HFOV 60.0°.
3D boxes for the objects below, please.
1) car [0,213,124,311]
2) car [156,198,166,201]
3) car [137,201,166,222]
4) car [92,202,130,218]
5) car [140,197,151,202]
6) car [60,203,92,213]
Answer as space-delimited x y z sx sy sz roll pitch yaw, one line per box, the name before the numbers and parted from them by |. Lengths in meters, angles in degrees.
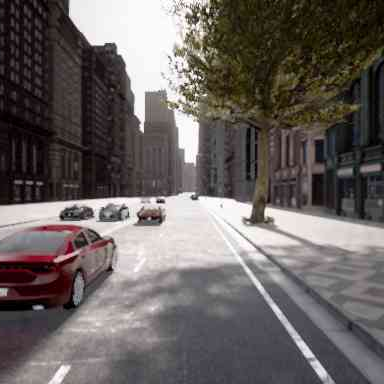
car | -3.153 1.504 7.947 1.882 1.535 5.008 0 0 0
car | -6.516 1.828 69.663 1.895 1.301 4.718 0 0 0
car | -3.156 1.691 26.837 1.895 1.301 4.718 0 0 0
car | -6.603 1.587 28.514 2.128 1.511 4.902 0 0 0
car | -9.766 1.758 70.110 1.812 1.442 4.674 0 0 0
car | -9.852 1.660 28.689 1.994 1.385 4.181 0 0 0
